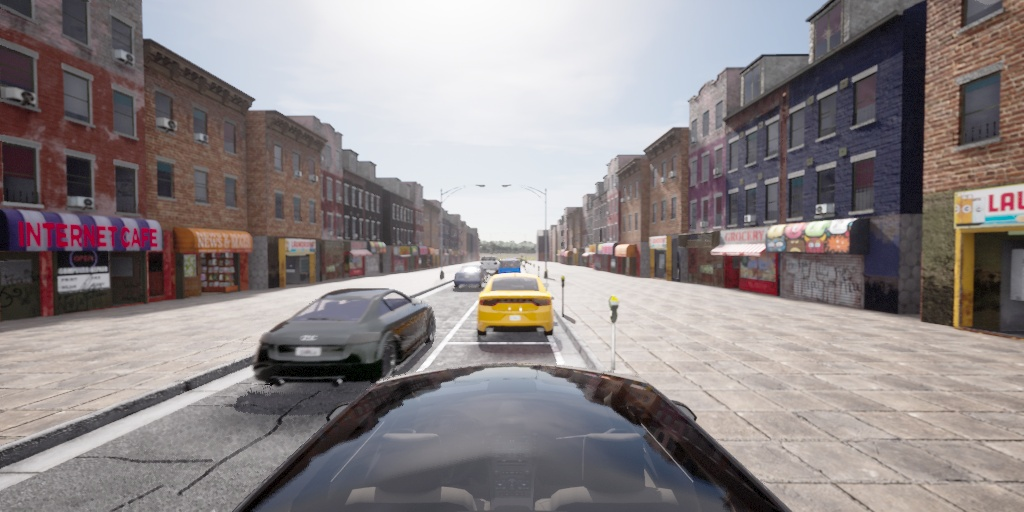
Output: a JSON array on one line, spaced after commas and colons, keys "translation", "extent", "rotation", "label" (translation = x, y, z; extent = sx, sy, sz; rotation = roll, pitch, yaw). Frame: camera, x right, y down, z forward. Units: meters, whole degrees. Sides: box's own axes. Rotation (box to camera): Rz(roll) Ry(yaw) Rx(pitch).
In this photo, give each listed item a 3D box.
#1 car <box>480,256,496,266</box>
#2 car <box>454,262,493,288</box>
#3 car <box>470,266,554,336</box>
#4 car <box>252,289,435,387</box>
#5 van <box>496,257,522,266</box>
[{"translation": [-2.620, 0.995, 42.548], "extent": [2.150, 2.045, 5.566], "rotation": [0, 0, 0], "label": "car"}, {"translation": [-2.687, 1.312, 24.151], "extent": [2.033, 1.411, 5.357], "rotation": [0, 0, 1], "label": "car"}, {"translation": [0.094, 1.231, 10.481], "extent": [1.882, 1.535, 5.008], "rotation": [0, 0, 1], "label": "car"}, {"translation": [-2.854, 1.322, 7.066], "extent": [1.994, 1.385, 4.181], "rotation": [0, 0, 1], "label": "car"}, {"translation": [-0.117, 1.102, 27.374], "extent": [1.690, 1.789, 3.998], "rotation": [0, 0, 1], "label": "van"}]
